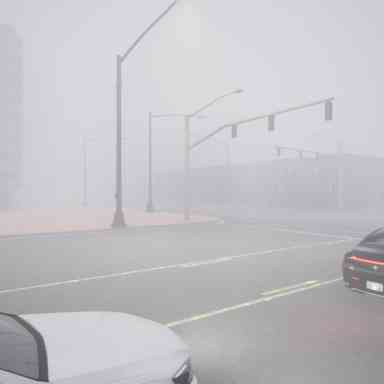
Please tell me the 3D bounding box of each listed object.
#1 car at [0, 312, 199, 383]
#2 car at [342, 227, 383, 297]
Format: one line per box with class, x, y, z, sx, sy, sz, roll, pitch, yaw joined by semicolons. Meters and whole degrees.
car;-2.103;1.526;2.248;4.674;1.442;1.812;0;0;-35
car;5.376;1.505;7.574;4.892;1.490;1.837;0;0;-35
